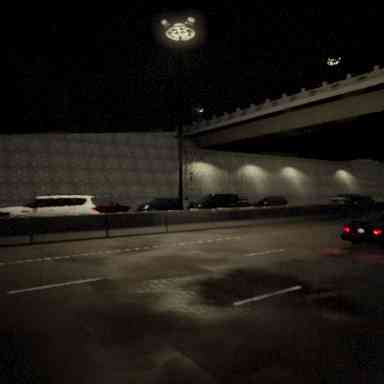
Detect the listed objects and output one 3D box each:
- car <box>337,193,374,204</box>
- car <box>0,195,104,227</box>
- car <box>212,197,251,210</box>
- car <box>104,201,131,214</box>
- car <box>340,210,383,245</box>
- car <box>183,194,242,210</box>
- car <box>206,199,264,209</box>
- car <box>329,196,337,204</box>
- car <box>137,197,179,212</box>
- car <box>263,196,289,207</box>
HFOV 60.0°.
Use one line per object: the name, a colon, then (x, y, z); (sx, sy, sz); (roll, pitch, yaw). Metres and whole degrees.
car: (19.763, 1.277, 39.479); (4.553, 1.767, 2.097); (0, 0, -35)
car: (-8.379, 1.214, 19.491); (5.566, 2.045, 2.150); (0, 0, -36)
car: (5.049, 1.452, 41.905); (4.892, 1.490, 1.837); (0, 0, -35)
car: (-8.493, 1.578, 32.299); (4.718, 1.301, 1.895); (0, 0, -35)
car: (8.455, 1.519, 14.071); (5.357, 1.411, 2.033); (0, 0, -35)
car: (2.157, 1.184, 31.287); (5.566, 2.045, 2.150); (0, 0, -35)
car: (3.672, 1.527, 28.068); (4.181, 1.385, 1.994); (0, 0, -35)
car: (20.708, 1.143, 44.427); (5.566, 2.045, 2.150); (0, 0, -35)
car: (-3.007, 1.321, 31.910); (4.553, 1.767, 2.097); (0, 0, -35)
car: (9.810, 1.290, 41.010); (4.553, 1.767, 2.097); (0, 0, -35)
